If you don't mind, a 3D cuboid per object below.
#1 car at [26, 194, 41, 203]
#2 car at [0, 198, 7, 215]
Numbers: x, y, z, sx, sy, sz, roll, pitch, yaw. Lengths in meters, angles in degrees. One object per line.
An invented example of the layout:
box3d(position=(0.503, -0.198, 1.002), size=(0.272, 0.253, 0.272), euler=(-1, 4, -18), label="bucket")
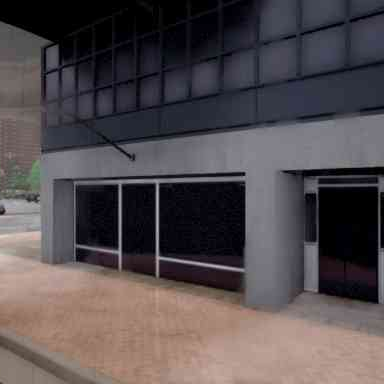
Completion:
box3d(position=(-30.218, 1.153, 64.697), size=(4.605, 1.855, 1.932), euler=(0, 0, 35), label="car")
box3d(position=(-17.866, 1.491, 27.171), size=(2.128, 1.511, 4.902), euler=(0, 0, 36), label="car")
